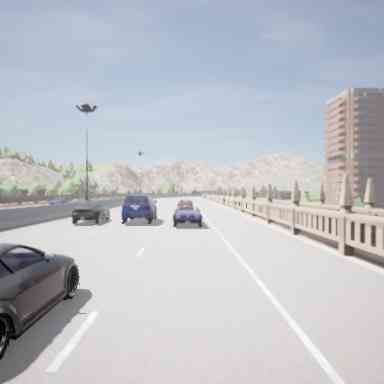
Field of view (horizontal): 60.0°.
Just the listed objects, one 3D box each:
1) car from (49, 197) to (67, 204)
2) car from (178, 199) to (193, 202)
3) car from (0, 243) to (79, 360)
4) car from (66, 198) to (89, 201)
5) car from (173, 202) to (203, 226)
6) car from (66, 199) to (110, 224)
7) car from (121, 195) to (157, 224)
[{"bbox_3d":[-18.553,1.465,47.144,1.882,1.535,5.008,0,0,-1],"label":"car"},{"bbox_3d":[-0.770,1.538,40.249,1.994,1.385,4.181,0,0,-1],"label":"car"},{"bbox_3d":[-3.462,1.562,5.692,1.994,1.385,4.181,0,0,-1],"label":"car"},{"bbox_3d":[-15.034,1.524,45.920,2.033,1.411,5.357,0,0,-1],"label":"car"},{"bbox_3d":[-0.326,1.586,22.869,1.895,1.301,4.718,0,0,-1],"label":"car"},{"bbox_3d":[-7.374,1.492,24.605,1.837,1.490,4.892,0,0,-1],"label":"car"},{"bbox_3d":[-3.883,1.207,25.076,2.150,2.045,5.566,0,0,-1],"label":"car"}]
